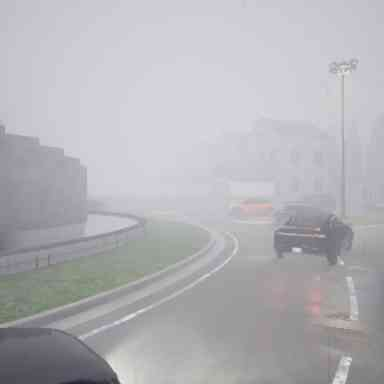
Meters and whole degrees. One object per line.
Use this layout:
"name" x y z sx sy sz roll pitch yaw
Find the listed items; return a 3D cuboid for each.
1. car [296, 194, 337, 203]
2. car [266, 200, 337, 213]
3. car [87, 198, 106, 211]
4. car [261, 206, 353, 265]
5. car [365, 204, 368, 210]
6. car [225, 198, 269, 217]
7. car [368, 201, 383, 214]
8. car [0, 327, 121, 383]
"car" 12.265 1.221 34.644 5.566 2.045 2.150 0 0 -11
"car" 6.581 1.503 20.734 1.837 1.490 4.892 0 0 -9
"car" -12.470 1.491 38.963 4.902 1.511 2.128 0 0 13
"car" 4.463 1.492 11.883 2.128 1.511 4.902 0 0 34
"car" 21.821 1.600 37.300 4.718 1.301 1.895 0 0 -21
"car" 5.292 1.350 30.442 4.553 1.767 2.097 0 0 -3
"car" 20.553 1.477 33.171 5.008 1.535 1.882 0 0 -18
"car" -2.410 1.564 1.842 4.181 1.385 1.994 0 0 -41
